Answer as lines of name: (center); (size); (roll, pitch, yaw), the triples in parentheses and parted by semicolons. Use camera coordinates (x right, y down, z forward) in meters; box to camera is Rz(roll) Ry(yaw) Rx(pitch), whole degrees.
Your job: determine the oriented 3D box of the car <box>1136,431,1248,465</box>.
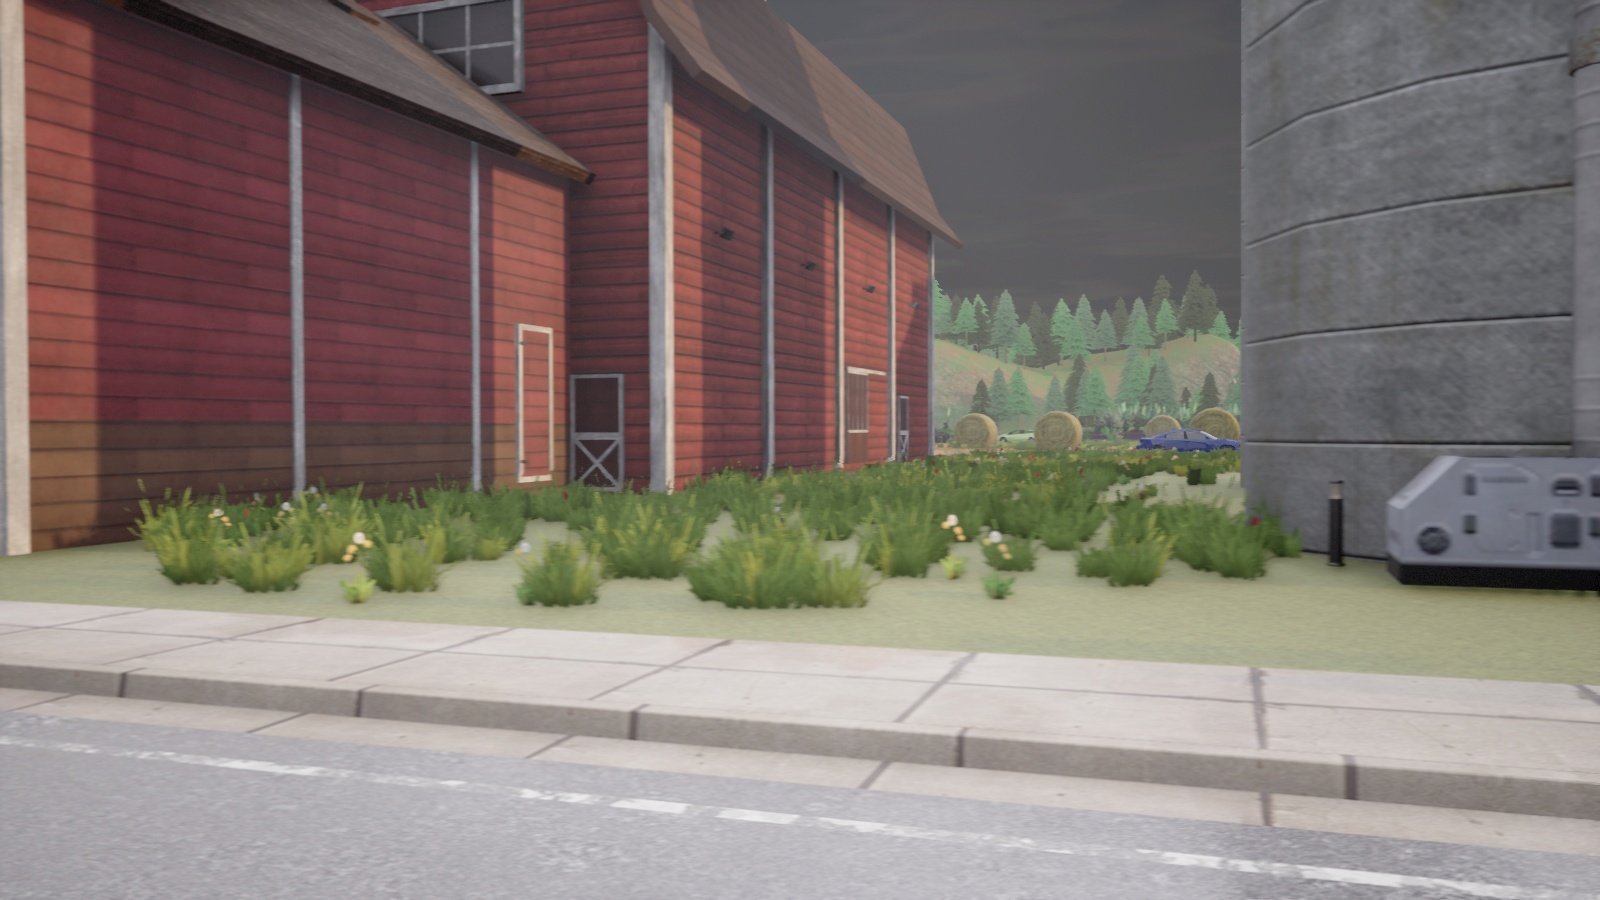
car: (18.604, -0.107, 59.615); (5.008, 1.535, 1.882); (1, 1, 19)
